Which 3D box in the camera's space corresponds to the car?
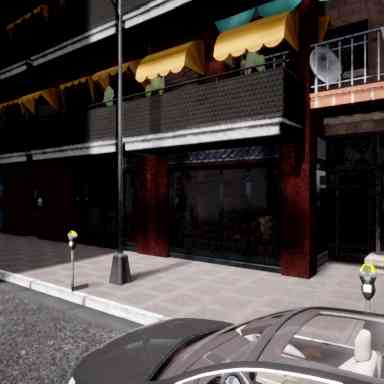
[{"bbox_3d":[0.894,1.551,2.234,4.403,1.369,2.008,0,0,36],"label":"car"}]
